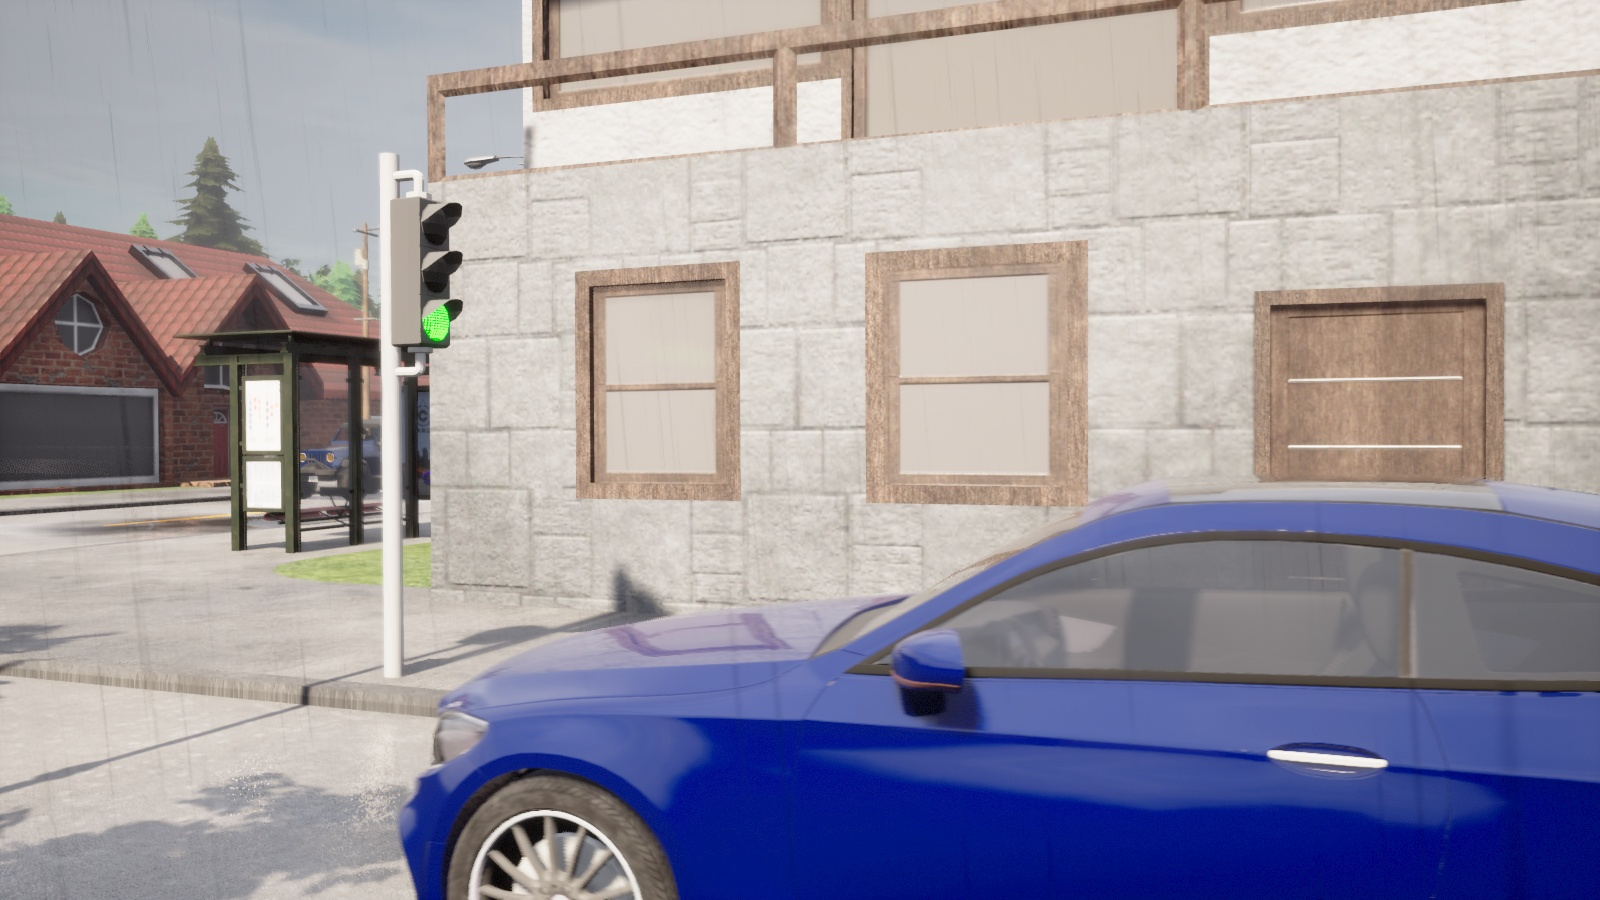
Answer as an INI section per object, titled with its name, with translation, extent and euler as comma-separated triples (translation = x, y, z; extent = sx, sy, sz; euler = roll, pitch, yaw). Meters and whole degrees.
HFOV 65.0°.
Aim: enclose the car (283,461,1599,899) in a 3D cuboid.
[car]
translation = 1.063, 0.800, 3.499
extent = 4.674, 1.442, 1.812
euler = 1, 1, 21
